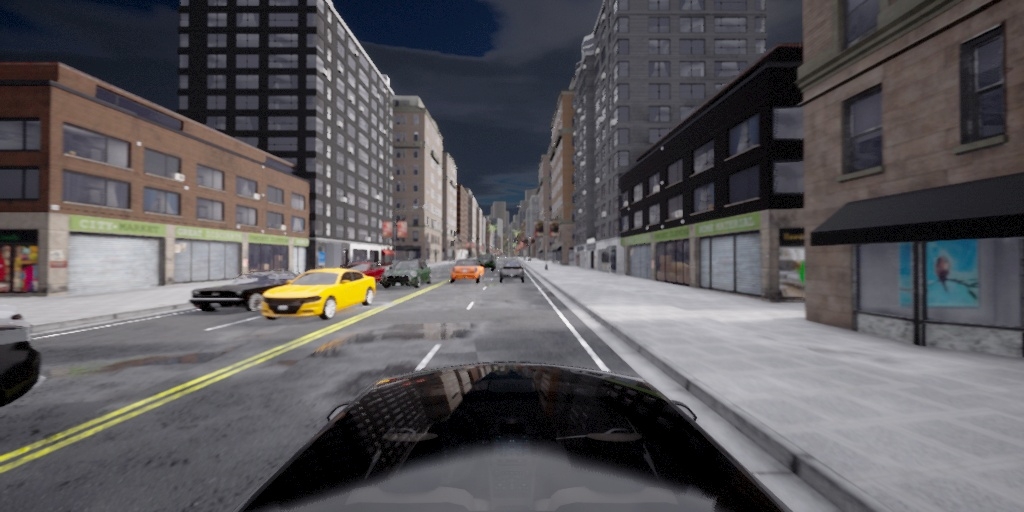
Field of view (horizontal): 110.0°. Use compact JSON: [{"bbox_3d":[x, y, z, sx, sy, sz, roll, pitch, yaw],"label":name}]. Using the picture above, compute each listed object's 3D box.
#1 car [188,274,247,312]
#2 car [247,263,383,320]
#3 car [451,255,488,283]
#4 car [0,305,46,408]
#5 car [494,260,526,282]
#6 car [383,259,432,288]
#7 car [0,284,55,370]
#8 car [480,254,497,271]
[{"bbox_3d":[-9.765,1.307,14.029,1.895,1.301,4.718,0,0,0],"label":"car"},{"bbox_3d":[-6.504,1.189,12.673,1.882,1.535,5.008,0,0,0],"label":"car"},{"bbox_3d":[-3.239,1.009,26.920,2.097,1.767,4.553,0,0,0],"label":"car"},{"bbox_3d":[-6.559,1.240,2.171,2.128,1.511,4.902,0,0,0],"label":"car"},{"bbox_3d":[0.009,1.149,27.377,2.128,1.511,4.902,0,0,0],"label":"car"},{"bbox_3d":[-6.507,1.027,22.707,2.097,1.767,4.553,0,0,0],"label":"car"},{"bbox_3d":[-9.791,1.265,4.629,1.812,1.442,4.674,0,0,0],"label":"car"},{"bbox_3d":[-3.180,0.794,45.368,2.150,2.045,5.566,0,1,0],"label":"car"}]
